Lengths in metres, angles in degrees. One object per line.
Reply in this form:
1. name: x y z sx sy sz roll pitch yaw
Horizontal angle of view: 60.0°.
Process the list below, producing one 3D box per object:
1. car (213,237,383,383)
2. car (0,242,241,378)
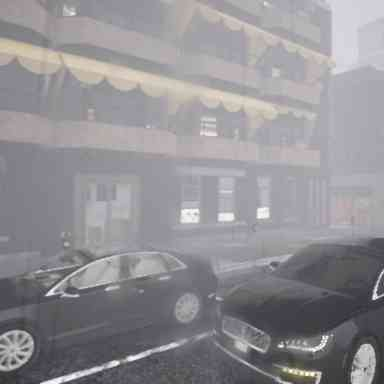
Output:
1. car: 2.537 1.529 5.179 4.892 1.490 1.837 1 -1 -35
2. car: -1.558 1.559 5.449 4.403 1.369 2.008 0 0 -36
